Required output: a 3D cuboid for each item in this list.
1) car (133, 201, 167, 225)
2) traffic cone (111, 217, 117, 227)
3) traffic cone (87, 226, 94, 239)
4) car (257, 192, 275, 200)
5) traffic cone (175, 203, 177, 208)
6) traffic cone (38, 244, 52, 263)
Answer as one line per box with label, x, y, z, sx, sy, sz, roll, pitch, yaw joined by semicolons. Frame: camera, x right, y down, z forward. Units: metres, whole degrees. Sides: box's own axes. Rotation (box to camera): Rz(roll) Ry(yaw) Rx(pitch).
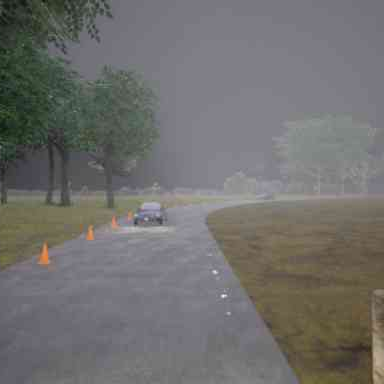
car;-2.749;1.386;22.781;1.812;1.442;4.674;0;0;1
traffic cone;-4.826;1.844;20.439;0.340;0.580;0.340;0;0;-1
traffic cone;-4.719;1.881;15.440;0.340;0.580;0.340;0;0;-1
car;14.769;0.831;66.353;2.128;1.511;4.902;-1;0;44
traffic cone;-2.015;1.661;40.953;0.340;0.580;0.340;0;0;17
traffic cone;-4.612;1.915;10.441;0.340;0.580;0.340;0;0;-1
